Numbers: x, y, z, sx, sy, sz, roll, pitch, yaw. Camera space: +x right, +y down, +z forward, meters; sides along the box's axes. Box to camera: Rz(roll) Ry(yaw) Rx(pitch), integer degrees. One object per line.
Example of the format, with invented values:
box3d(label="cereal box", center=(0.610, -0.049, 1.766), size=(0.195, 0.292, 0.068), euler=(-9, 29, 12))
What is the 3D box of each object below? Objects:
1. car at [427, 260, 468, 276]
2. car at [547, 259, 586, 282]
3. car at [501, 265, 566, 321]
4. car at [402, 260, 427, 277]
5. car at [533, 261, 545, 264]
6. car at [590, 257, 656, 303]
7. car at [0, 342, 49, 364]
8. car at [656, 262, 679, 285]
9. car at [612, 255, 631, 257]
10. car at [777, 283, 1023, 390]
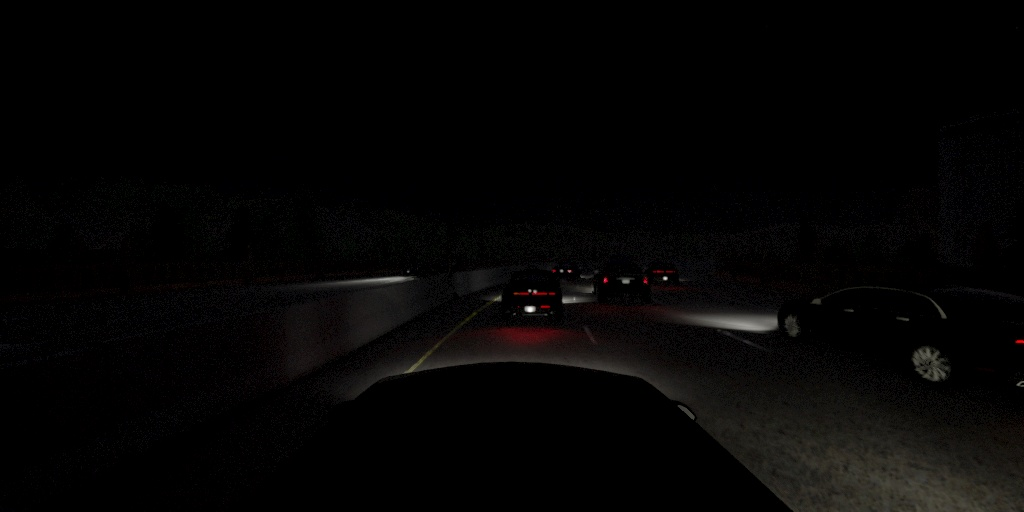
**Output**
box3d(label="car", center=(-5.587, 1.198, 33.076), size=(1.812, 1.442, 4.674), euler=(0, 0, 18))
box3d(label="car", center=(4.639, 1.218, 30.213), size=(2.033, 1.411, 5.357), euler=(0, 0, 18))
box3d(label="car", center=(0.779, 1.216, 12.361), size=(1.837, 1.490, 4.892), euler=(0, 0, 7))
box3d(label="car", center=(-8.659, 1.163, 34.889), size=(2.128, 1.511, 4.902), euler=(0, 0, 19))
box3d(label="car", center=(3.664, 1.265, 46.390), size=(1.895, 1.301, 4.718), euler=(0, 0, 27))
box3d(label="car", center=(4.938, 1.051, 16.586), size=(2.097, 1.767, 4.553), euler=(0, 0, 9))
box3d(label="car", center=(-7.067, 1.337, 2.452), size=(1.895, 1.301, 4.718), euler=(0, 0, 1))
box3d(label="car", center=(10.509, 1.180, 25.380), size=(1.837, 1.490, 4.892), euler=(0, 0, 16))
box3d(label="car", center=(12.206, 0.876, 39.691), size=(2.150, 2.045, 5.566), euler=(0, 0, 25))
box3d(label="car", center=(7.283, 1.243, 6.737), size=(1.837, 1.490, 4.892), euler=(0, 0, 3))
